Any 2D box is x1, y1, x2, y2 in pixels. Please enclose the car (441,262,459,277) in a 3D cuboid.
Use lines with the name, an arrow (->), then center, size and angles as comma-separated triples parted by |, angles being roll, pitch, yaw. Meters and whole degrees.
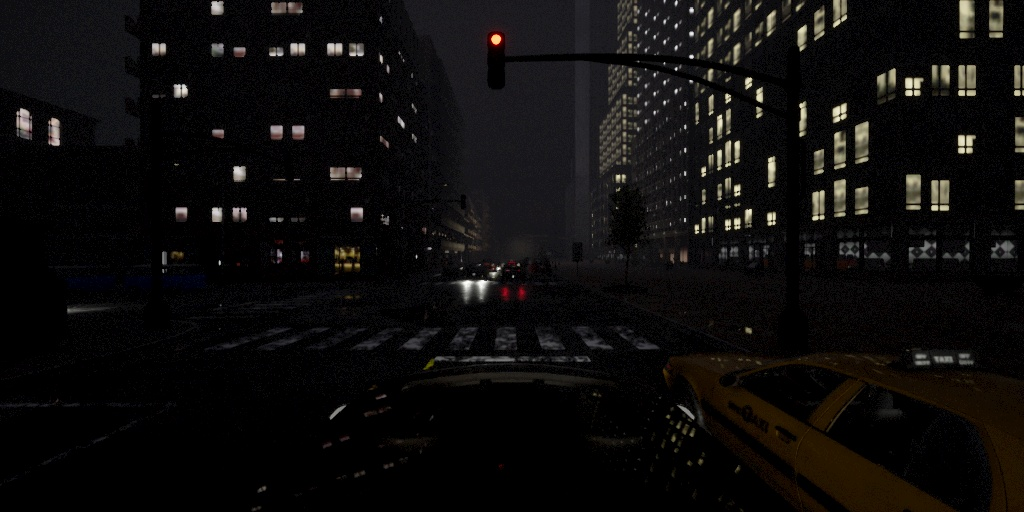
car -> -5.691, 1.308, 34.770 | 2.007, 1.370, 4.403 | 0, 0, 0

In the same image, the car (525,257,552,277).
car -> 2.689, 1.072, 34.770 | 2.192, 1.841, 5.009 | 0, 0, 0

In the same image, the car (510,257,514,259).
car -> -0.001, 1.283, 63.546 | 2.128, 1.511, 4.902 | 0, 0, 0

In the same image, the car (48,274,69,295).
car -> -22.912, 1.668, 15.717 | 4.181, 1.385, 1.994 | -1, 0, -1

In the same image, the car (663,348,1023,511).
car -> 2.689, 1.275, 2.527 | 1.751, 1.417, 4.829 | 0, 0, 0

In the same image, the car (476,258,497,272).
car -> -3.095, 1.118, 45.809 | 2.097, 1.767, 4.553 | 0, 0, 0

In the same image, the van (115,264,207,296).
van -> -20.767, 1.390, 21.530 | 3.998, 1.789, 1.690 | 0, 0, -1

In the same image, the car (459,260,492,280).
car -> -3.100, 1.319, 30.977 | 1.994, 1.385, 4.181 | 0, 0, 0

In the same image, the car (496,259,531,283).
car -> 0.099, 1.245, 27.909 | 2.128, 1.511, 4.902 | 0, 0, 0

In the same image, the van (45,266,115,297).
van -> -26.305, 1.480, 21.479 | 3.998, 1.789, 1.690 | 0, 0, -1
